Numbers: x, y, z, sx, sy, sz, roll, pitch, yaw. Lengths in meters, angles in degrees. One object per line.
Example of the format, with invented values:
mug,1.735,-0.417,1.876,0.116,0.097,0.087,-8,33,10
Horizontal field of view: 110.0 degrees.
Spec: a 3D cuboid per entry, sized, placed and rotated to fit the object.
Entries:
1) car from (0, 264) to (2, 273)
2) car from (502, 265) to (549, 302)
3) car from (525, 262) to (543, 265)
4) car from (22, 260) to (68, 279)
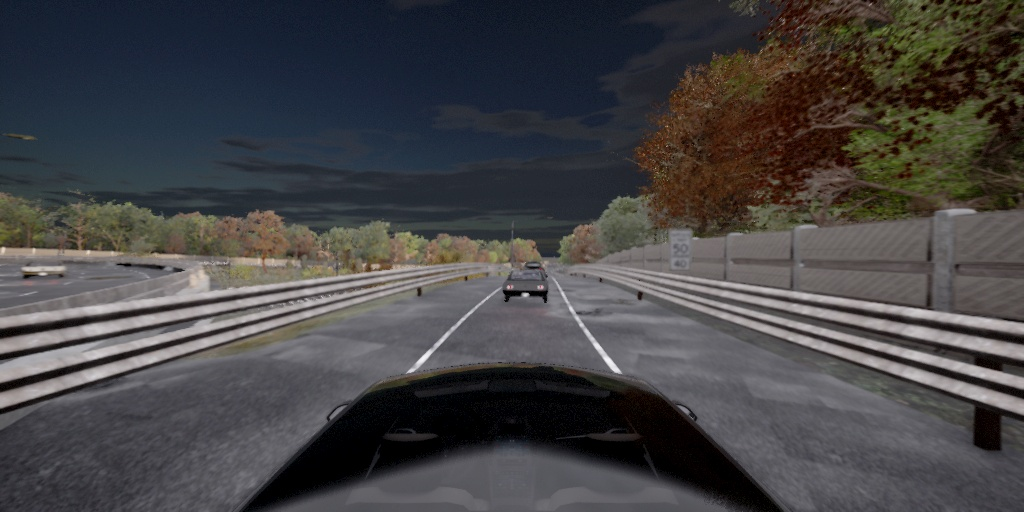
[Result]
car,-41.016,0.901,27.501,5.357,1.411,2.033,1,0,39
car,0.695,1.264,16.517,1.895,1.301,4.718,0,0,4
car,1.861,1.280,30.841,1.837,1.490,4.892,0,-1,5
car,-35.386,0.988,27.273,4.718,1.301,1.895,1,0,42
